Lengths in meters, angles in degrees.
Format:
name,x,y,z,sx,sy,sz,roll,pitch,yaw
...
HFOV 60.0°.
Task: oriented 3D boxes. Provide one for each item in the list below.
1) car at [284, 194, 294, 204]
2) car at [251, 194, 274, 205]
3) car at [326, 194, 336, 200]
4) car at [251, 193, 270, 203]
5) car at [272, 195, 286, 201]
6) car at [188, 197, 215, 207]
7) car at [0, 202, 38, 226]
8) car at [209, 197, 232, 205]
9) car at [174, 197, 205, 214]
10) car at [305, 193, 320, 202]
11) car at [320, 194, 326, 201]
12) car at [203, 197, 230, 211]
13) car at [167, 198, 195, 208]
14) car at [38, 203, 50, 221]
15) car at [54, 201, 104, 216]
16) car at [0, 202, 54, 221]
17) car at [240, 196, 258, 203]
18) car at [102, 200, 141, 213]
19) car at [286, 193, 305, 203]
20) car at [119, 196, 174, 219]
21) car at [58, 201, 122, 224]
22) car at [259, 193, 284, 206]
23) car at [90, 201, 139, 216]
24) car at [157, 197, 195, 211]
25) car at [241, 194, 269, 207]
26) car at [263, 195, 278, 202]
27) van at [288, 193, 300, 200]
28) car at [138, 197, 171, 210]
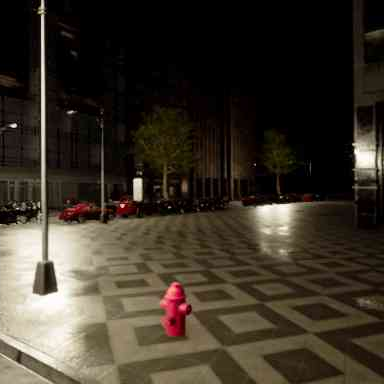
name,x,y,z,sx,sy,sz,roll,pitch,yaw
car,15.064,1.413,56.114,1.947,1.339,4.313,-1,0,35
car,11.934,1.228,56.122,2.097,1.767,4.553,-1,0,35
car,34.281,1.394,83.958,1.802,1.307,4.206,-1,0,35
car,14.457,1.229,70.247,2.192,1.841,5.009,-1,0,35
car,20.866,1.480,79.527,1.802,1.307,4.206,-1,0,35
car,1.549,1.479,51.539,1.752,1.417,4.829,-1,0,35
car,-12.784,1.471,20.912,1.882,1.535,5.008,-3,-1,35
car,4.849,1.508,56.322,1.947,1.339,4.313,-1,0,35
car,-0.950,1.475,32.910,1.947,1.339,4.313,-1,0,35
car,24.672,1.135,70.038,2.192,1.841,5.009,-1,0,35
car,27.972,1.338,74.817,1.752,1.417,4.829,-1,0,35
car,2.253,1.459,37.550,1.947,1.339,4.313,-1,0,35
car,-1.557,1.547,47.038,1.802,1.307,4.206,-1,0,35
car,-13.297,1.515,25.180,1.837,1.490,4.892,-1,0,35
car,-11.166,1.578,33.114,1.947,1.339,4.313,0,0,35
car,-14.370,1.597,28.472,1.947,1.339,4.313,0,0,35
car,11.255,1.468,65.604,1.887,1.381,4.507,-1,0,35
car,-7.963,1.577,37.755,1.802,1.307,4.206,0,0,35
car,18.265,1.153,60.756,2.192,1.841,5.009,-1,0,35
car,-4.154,1.241,28.270,2.192,1.841,5.009,0,0,35
car,-7.355,1.527,23.628,1.802,1.307,4.206,0,0,35
car,11.859,1.172,51.475,2.192,1.841,5.009,-1,0,35
car,-7.674,1.578,33.330,1.895,1.301,4.718,-1,0,35
car,-1.939,1.440,41.615,2.128,1.511,4.902,-1,0,35
car,8.658,1.412,46.833,1.887,1.381,4.507,-1,0,35
car,17.663,1.471,74.887,1.947,1.339,4.313,-1,0,35
van,27.270,1.239,88.813,1.690,1.788,3.998,-1,0,35
car,-4.762,1.419,42.397,1.967,1.590,4.097,0,0,35
